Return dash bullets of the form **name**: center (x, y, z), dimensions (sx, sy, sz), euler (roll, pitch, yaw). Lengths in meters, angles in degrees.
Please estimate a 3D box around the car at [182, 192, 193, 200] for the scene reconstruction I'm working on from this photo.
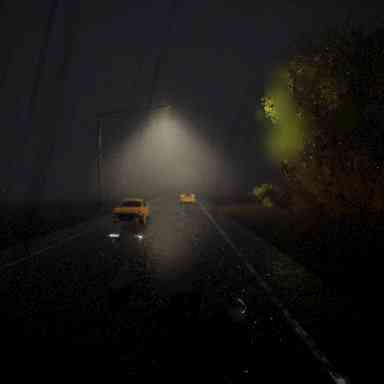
- **car**: center (-0.869, 0.711, 63.121), dimensions (1.994, 1.385, 4.181), euler (0, 1, -1)

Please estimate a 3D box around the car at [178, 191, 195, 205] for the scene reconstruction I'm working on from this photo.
- **car**: center (-0.575, 0.871, 44.766), dimensions (1.882, 1.535, 5.008), euler (0, 1, -1)

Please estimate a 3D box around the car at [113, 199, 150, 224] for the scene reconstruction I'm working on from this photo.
- **car**: center (-3.923, 1.198, 22.118), dimensions (1.882, 1.535, 5.008), euler (0, 1, -1)
